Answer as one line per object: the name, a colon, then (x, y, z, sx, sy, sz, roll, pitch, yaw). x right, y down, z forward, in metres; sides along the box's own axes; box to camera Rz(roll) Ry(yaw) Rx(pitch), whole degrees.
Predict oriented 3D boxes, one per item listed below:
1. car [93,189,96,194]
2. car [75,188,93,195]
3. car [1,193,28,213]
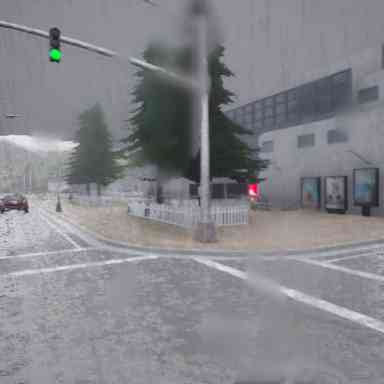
car: (-24.079, -0.060, 79.084, 1.970, 1.475, 3.806, -2, 2, -29)
car: (-23.138, 0.098, 71.144, 1.845, 1.501, 3.633, -2, 2, -29)
car: (-16.208, 0.913, 30.353, 2.097, 1.767, 4.553, -2, 2, -29)
